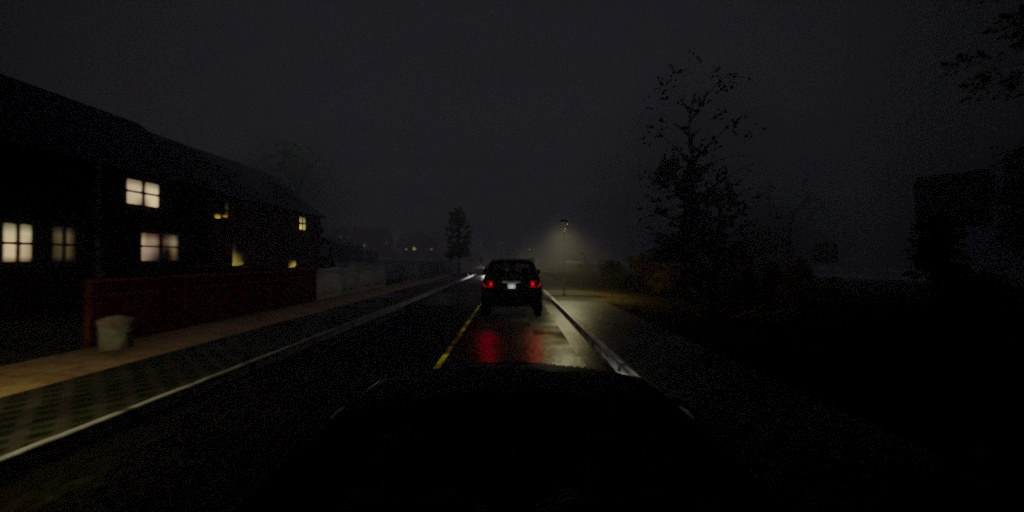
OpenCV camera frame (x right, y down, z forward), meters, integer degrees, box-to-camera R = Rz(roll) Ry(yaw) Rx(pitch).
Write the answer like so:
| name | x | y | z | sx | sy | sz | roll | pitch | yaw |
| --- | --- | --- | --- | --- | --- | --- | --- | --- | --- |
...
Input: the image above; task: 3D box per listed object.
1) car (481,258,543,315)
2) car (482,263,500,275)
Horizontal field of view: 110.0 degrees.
| name | x | y | z | sx | sy | sz | roll | pitch | yaw |
| --- | --- | --- | --- | --- | --- | --- | --- | --- | --- |
| car | -0.001 | 1.104 | 14.419 | 2.150 | 2.045 | 5.566 | 0 | 0 | 0 |
| car | -2.802 | 1.727 | 49.390 | 2.128 | 1.511 | 4.902 | 0 | -1 | 0 |
